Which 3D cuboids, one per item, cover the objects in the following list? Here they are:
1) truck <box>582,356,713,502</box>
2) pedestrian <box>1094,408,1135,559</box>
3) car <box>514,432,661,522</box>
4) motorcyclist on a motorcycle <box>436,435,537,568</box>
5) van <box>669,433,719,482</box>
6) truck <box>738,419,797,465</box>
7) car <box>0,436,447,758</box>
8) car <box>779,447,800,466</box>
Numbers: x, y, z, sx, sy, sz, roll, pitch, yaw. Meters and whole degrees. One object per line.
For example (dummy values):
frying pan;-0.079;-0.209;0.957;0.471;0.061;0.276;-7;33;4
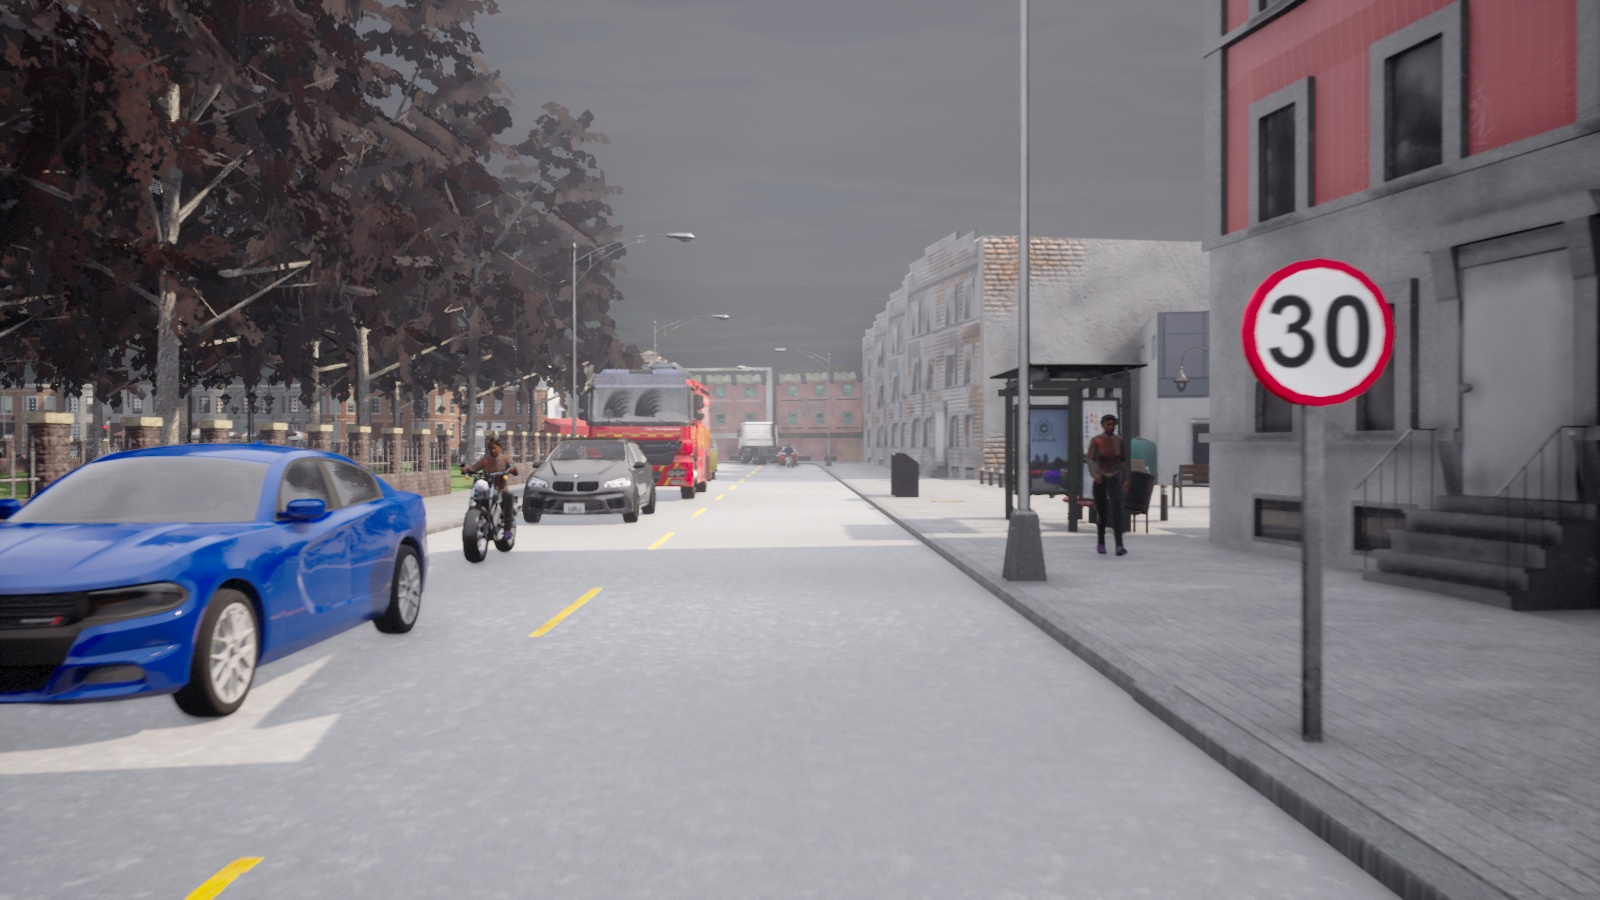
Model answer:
truck;-4.286;-0.562;37.082;2.891;3.827;8.468;0;0;0
pedestrian;3.872;0.400;15.495;0.328;1.805;0.869;0;0;2
car;-4.191;0.490;25.568;2.242;1.667;4.611;0;0;0
motorcyclist on a motorcycle;-4.120;0.631;16.698;0.766;1.649;2.350;0;0;0
van;-4.423;0.294;52.862;1.775;1.987;4.442;0;0;-1
truck;-2.611;-0.618;98.154;2.891;3.462;7.936;0;0;-15
car;-4.038;0.689;8.476;1.882;1.535;5.008;0;0;0
car;-0.776;0.458;89.749;1.481;1.376;2.207;0;1;-1
